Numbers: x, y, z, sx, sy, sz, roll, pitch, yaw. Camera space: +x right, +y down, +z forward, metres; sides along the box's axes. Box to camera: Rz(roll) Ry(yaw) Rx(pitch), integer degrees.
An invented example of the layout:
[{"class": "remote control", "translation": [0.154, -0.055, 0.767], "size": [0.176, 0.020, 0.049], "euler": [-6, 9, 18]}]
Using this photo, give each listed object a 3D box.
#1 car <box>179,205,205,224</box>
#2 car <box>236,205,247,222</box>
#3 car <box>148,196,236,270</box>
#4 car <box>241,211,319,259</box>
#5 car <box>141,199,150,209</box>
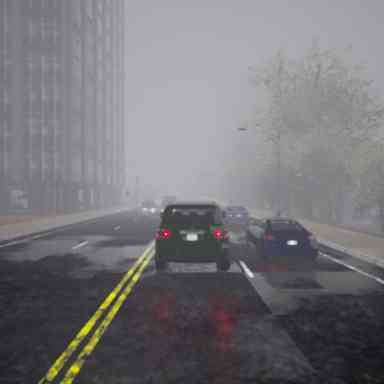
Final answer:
[{"class": "car", "translation": [0.028, 1.750, 26.952], "size": [1.895, 1.301, 4.718], "euler": [0, 0, 1]}, {"class": "car", "translation": [3.262, 1.689, 25.375], "size": [2.033, 1.411, 5.357], "euler": [0, 0, 0]}, {"class": "car", "translation": [0.027, 1.287, 11.415], "size": [2.150, 2.045, 5.566], "euler": [0, 0, 0]}, {"class": "car", "translation": [3.292, 1.637, 12.855], "size": [1.994, 1.385, 4.181], "euler": [0, 0, 1]}, {"class": "car", "translation": [-6.594, 1.851, 51.729], "size": [1.994, 1.385, 4.181], "euler": [0, 0, 0]}]
